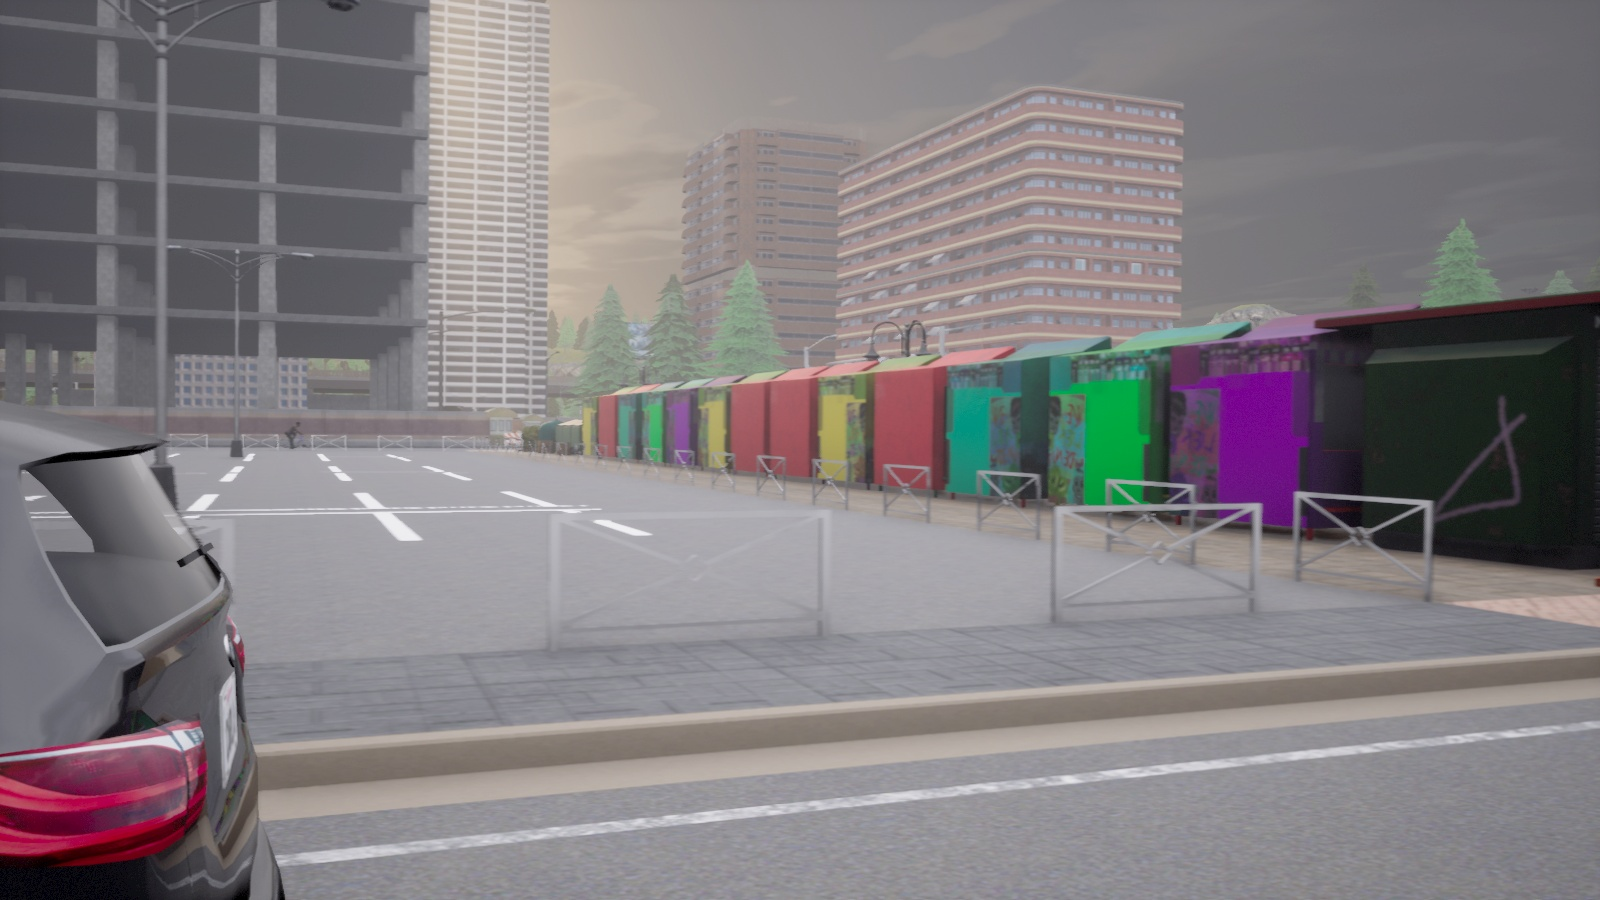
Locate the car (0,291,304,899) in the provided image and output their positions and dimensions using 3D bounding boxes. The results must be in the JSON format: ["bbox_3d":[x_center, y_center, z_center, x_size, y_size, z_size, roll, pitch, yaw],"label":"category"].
[{"bbox_3d":[-3.292,0.646,1.988,4.611,1.667,2.242,-1,1,-21],"label":"car"}]
